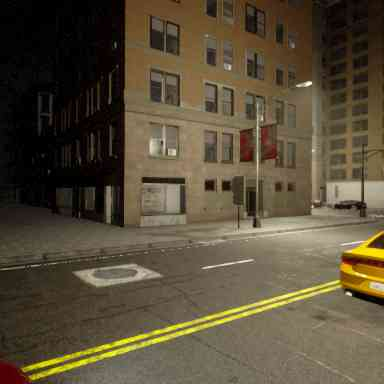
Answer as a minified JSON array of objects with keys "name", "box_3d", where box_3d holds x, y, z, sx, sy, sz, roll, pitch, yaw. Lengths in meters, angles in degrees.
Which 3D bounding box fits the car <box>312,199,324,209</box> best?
[{"name":"car","box_3d":[15.578,1.582,44.937,2.008,1.369,4.403,0,0,-35]}]

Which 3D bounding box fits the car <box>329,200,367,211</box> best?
[{"name":"car","box_3d":[18.854,1.596,40.319,1.947,1.339,4.313,0,0,-35]}]

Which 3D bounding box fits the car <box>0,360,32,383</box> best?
[{"name":"car","box_3d":[-3.101,1.526,1.223,4.674,1.442,1.812,0,0,-36]}]

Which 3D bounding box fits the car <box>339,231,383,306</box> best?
[{"name":"car","box_3d":[5.222,1.478,7.183,5.008,1.535,1.882,0,0,-35]}]
